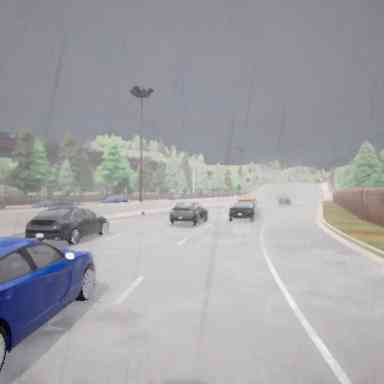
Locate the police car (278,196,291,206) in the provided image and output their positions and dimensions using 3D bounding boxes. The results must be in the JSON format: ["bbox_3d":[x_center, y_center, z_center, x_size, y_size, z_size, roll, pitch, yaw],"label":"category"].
[{"bbox_3d":[15.885,1.425,56.877,1.930,1.638,5.238,1,0,21],"label":"police car"}]

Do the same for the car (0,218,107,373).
[{"bbox_3d":[-3.112,1.438,5.226,1.882,1.535,5.008,0,0,3],"label":"car"}]

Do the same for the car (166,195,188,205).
[{"bbox_3d":[-2.524,1.316,57.838,1.882,1.535,5.008,1,0,21],"label":"car"}]

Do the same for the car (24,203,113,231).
[{"bbox_3d":[-5.455,1.421,15.179,1.837,1.490,4.892,0,0,9],"label":"car"}]

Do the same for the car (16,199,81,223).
[{"bbox_3d":[-10.646,1.351,25.140,1.837,1.490,4.892,0,0,15],"label":"car"}]

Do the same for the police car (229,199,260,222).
[{"bbox_3d":[4.252,1.399,26.386,1.930,1.638,5.238,0,0,19],"label":"police car"}]

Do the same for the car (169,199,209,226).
[{"bbox_3d":[-0.115,1.434,23.204,2.128,1.511,4.902,0,0,15],"label":"car"}]
